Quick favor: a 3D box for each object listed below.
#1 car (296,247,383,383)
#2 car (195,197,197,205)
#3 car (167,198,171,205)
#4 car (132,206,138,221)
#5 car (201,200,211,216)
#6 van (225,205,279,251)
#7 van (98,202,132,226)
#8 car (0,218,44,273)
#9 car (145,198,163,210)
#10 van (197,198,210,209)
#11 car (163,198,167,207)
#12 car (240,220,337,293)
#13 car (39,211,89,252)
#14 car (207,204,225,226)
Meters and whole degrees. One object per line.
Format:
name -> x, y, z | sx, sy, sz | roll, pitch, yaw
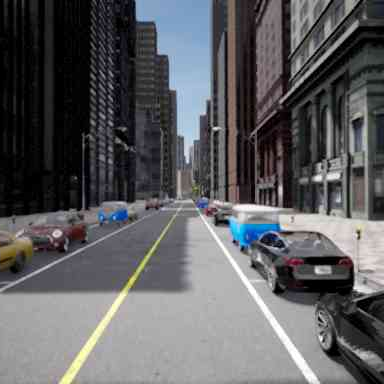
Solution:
car -> 2.741, 1.596, 3.287 | 1.947, 1.339, 4.313 | 0, -1, -1
car -> 2.093, 1.992, 59.650 | 2.192, 1.841, 5.009 | 0, -1, -1
car -> -6.626, 2.457, 76.439 | 2.008, 1.369, 4.403 | 0, -1, -1
car -> -6.105, 1.896, 31.186 | 1.752, 1.417, 4.829 | 0, -1, -1
car -> 2.352, 1.958, 37.103 | 1.887, 1.381, 4.507 | 0, -1, -1
van -> 2.612, 1.499, 14.562 | 1.690, 1.788, 3.998 | 0, -1, -1
van -> -6.042, 1.650, 25.723 | 1.690, 1.788, 3.998 | 0, -1, -1
car -> -5.846, 1.641, 8.644 | 1.752, 1.417, 4.829 | 0, -1, -1
car -> -6.367, 1.949, 53.901 | 2.192, 1.841, 5.009 | 0, -1, -1
van -> 2.157, 1.951, 54.014 | 1.690, 1.788, 3.998 | 0, -1, -1
car -> -6.496, 2.314, 65.169 | 1.887, 1.381, 4.507 | 0, -1, -1
car -> 2.677, 1.660, 8.923 | 1.947, 1.339, 4.313 | 0, -1, -1
car -> -5.912, 1.622, 14.451 | 1.967, 1.590, 4.097 | 0, -1, -1
car -> 2.482, 1.851, 25.831 | 1.947, 1.339, 4.313 | 0, -1, -1
